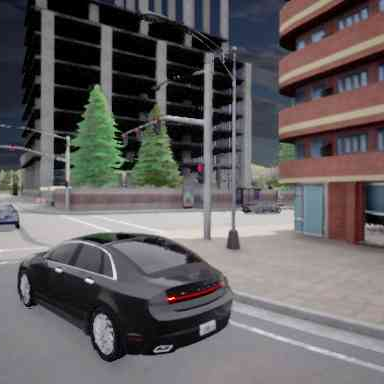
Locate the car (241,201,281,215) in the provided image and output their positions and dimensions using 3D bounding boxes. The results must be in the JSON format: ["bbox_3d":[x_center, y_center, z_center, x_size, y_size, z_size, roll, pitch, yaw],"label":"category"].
[{"bbox_3d":[7.203,1.613,34.682,4.181,1.385,1.994,0,0,-31],"label":"car"}]

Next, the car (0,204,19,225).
[{"bbox_3d":[-11.980,1.477,20.915,2.033,1.411,5.357,0,0,-31],"label":"car"}]

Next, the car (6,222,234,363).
[{"bbox_3d":[-1.517,1.487,5.994,4.892,1.490,1.837,0,0,45],"label":"car"}]
